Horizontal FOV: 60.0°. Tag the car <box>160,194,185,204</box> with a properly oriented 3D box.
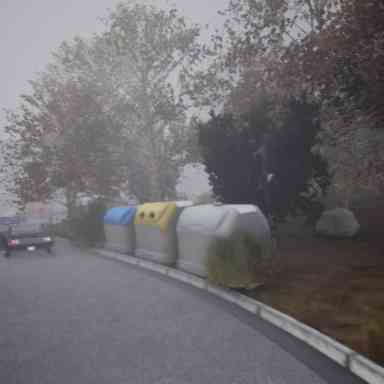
[{"bbox_3d":[-3.529,1.232,59.602,2.097,1.535,5.008,-5,1,-35],"label":"car"}]

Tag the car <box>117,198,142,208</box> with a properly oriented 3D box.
[{"bbox_3d":[-10.366,1.822,54.742,2.163,1.488,4.792,-5,1,-35],"label":"car"}]

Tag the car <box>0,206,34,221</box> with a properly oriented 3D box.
[{"bbox_3d":[-18.100,2.695,34.001,1.882,1.535,5.008,-5,1,-13],"label":"car"}]

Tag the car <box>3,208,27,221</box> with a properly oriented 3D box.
[{"bbox_3d":[-24.014,2.982,44.984,2.163,1.488,4.792,-5,1,-35],"label":"car"}]

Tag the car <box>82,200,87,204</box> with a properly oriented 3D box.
[{"bbox_3d":[-11.605,1.903,37.793,2.435,2.045,5.566,-5,1,-35],"label":"car"}]

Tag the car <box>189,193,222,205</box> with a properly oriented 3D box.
[{"bbox_3d":[1.875,1.055,47.422,2.163,1.488,4.792,-5,1,-35],"label":"car"}]

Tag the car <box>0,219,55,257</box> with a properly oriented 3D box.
[{"bbox_3d":[-7.994,2.185,15.848,1.895,1.301,4.718,-1,-2,-34],"label":"car"}]

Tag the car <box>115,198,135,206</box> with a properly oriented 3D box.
[{"bbox_3d":[-9.446,1.717,39.338,2.435,2.045,5.566,-5,1,-35],"label":"car"}]

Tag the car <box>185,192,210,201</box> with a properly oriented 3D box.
[{"bbox_3d":[1.022,0.861,62.855,2.231,1.521,4.892,-5,1,-35],"label":"car"}]

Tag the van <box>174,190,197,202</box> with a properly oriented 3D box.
[{"bbox_3d":[-1.199,0.817,61.126,1.878,1.987,4.442,-5,1,-35],"label":"van"}]

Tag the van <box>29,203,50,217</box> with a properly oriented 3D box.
[{"bbox_3d":[-21.809,2.535,46.677,1.878,1.987,4.442,-5,1,-35],"label":"van"}]

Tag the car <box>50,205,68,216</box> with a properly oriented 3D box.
[{"bbox_3d":[-19.430,2.591,48.189,2.163,1.488,4.792,-5,1,-35],"label":"car"}]

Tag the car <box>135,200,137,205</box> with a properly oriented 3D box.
[{"bbox_3d":[-7.049,1.807,41.009,2.002,1.452,4.674,-5,1,-35],"label":"car"}]

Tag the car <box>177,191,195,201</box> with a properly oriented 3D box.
[{"bbox_3d":[-2.664,1.146,44.186,2.435,2.045,5.566,-5,1,-35],"label":"car"}]

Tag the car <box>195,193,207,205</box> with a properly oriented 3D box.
[{"bbox_3d":[-0.352,1.238,45.759,2.163,1.488,4.792,-5,1,-35],"label":"car"}]
